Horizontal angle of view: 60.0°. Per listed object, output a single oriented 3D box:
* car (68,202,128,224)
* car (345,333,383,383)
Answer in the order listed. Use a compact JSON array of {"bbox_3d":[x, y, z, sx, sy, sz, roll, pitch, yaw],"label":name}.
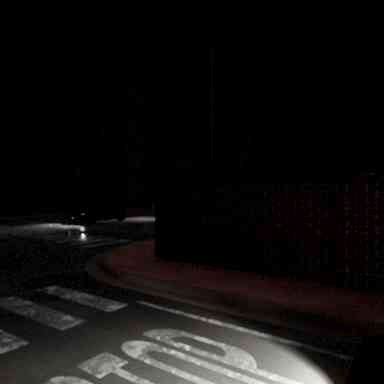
[{"bbox_3d":[-6.720,1.481,24.366,1.812,1.442,4.674,0,0,35],"label":"car"},{"bbox_3d":[3.041,1.563,1.835,4.181,1.385,1.994,0,0,35],"label":"car"}]
